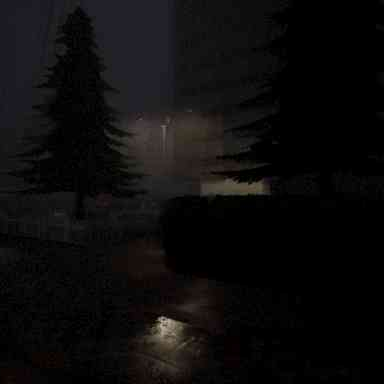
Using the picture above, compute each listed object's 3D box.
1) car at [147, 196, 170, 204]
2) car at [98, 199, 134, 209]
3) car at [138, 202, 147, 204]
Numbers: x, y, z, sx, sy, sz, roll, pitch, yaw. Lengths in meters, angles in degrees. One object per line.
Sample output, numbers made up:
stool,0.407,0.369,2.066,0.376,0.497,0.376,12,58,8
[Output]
car,-5.563,1.443,60.906,1.812,1.442,4.674,0,0,36
car,-9.698,1.520,43.068,1.895,1.301,4.718,0,0,36
car,-8.342,1.420,63.036,1.837,1.490,4.892,0,0,36
